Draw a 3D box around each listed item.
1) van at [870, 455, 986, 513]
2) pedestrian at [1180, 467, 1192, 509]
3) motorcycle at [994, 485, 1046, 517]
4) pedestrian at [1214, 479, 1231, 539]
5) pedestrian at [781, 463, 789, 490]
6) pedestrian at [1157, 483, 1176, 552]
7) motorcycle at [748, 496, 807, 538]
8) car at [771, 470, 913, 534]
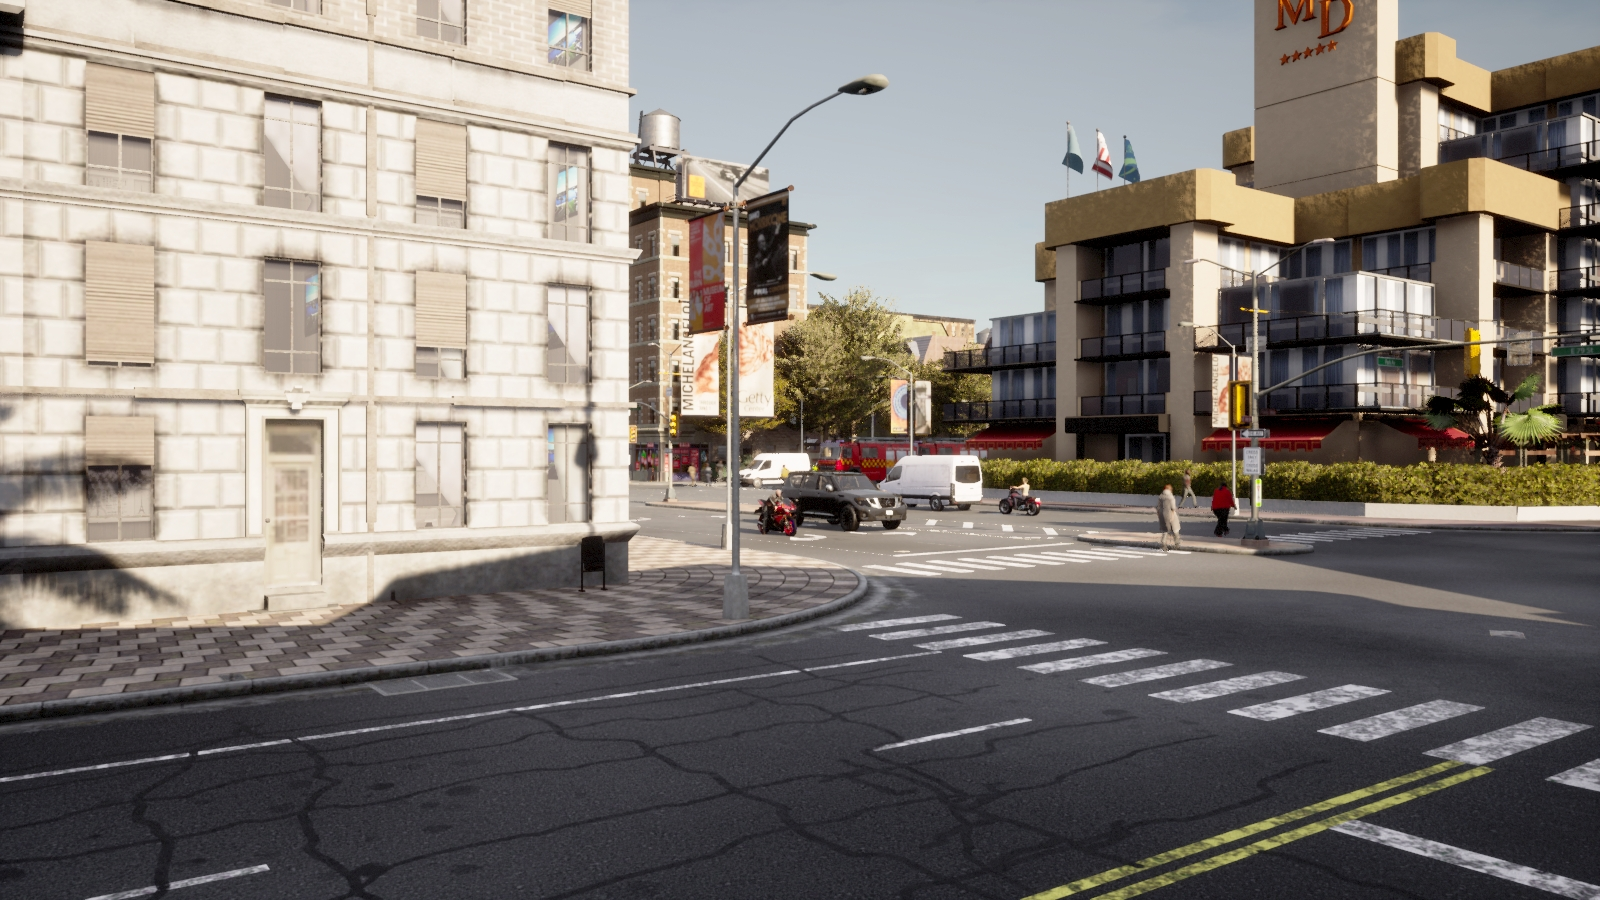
[{"bbox_3d":[5.947,1.534,54.072,1.988,2.561,5.915,0,0,-36],"label":"van"},{"bbox_3d":[17.210,1.696,50.957,0.375,1.860,0.375,0,0,-35],"label":"pedestrian"},{"bbox_3d":[9.406,2.170,48.968,0.764,1.277,2.356,0,0,-34],"label":"motorcycle"},{"bbox_3d":[13.364,1.848,36.120,0.375,1.860,0.375,0,0,-36],"label":"pedestrian"},{"bbox_3d":[-1.044,1.849,78.803,0.375,1.860,0.375,0,0,-35],"label":"pedestrian"},{"bbox_3d":[10.099,1.849,31.516,0.375,1.860,0.375,0,0,43],"label":"pedestrian"},{"bbox_3d":[-0.756,2.205,37.717,0.867,1.251,2.209,0,0,-36],"label":"motorcycle"},{"bbox_3d":[1.410,1.779,41.176,2.150,2.045,5.566,0,0,-35],"label":"car"}]
